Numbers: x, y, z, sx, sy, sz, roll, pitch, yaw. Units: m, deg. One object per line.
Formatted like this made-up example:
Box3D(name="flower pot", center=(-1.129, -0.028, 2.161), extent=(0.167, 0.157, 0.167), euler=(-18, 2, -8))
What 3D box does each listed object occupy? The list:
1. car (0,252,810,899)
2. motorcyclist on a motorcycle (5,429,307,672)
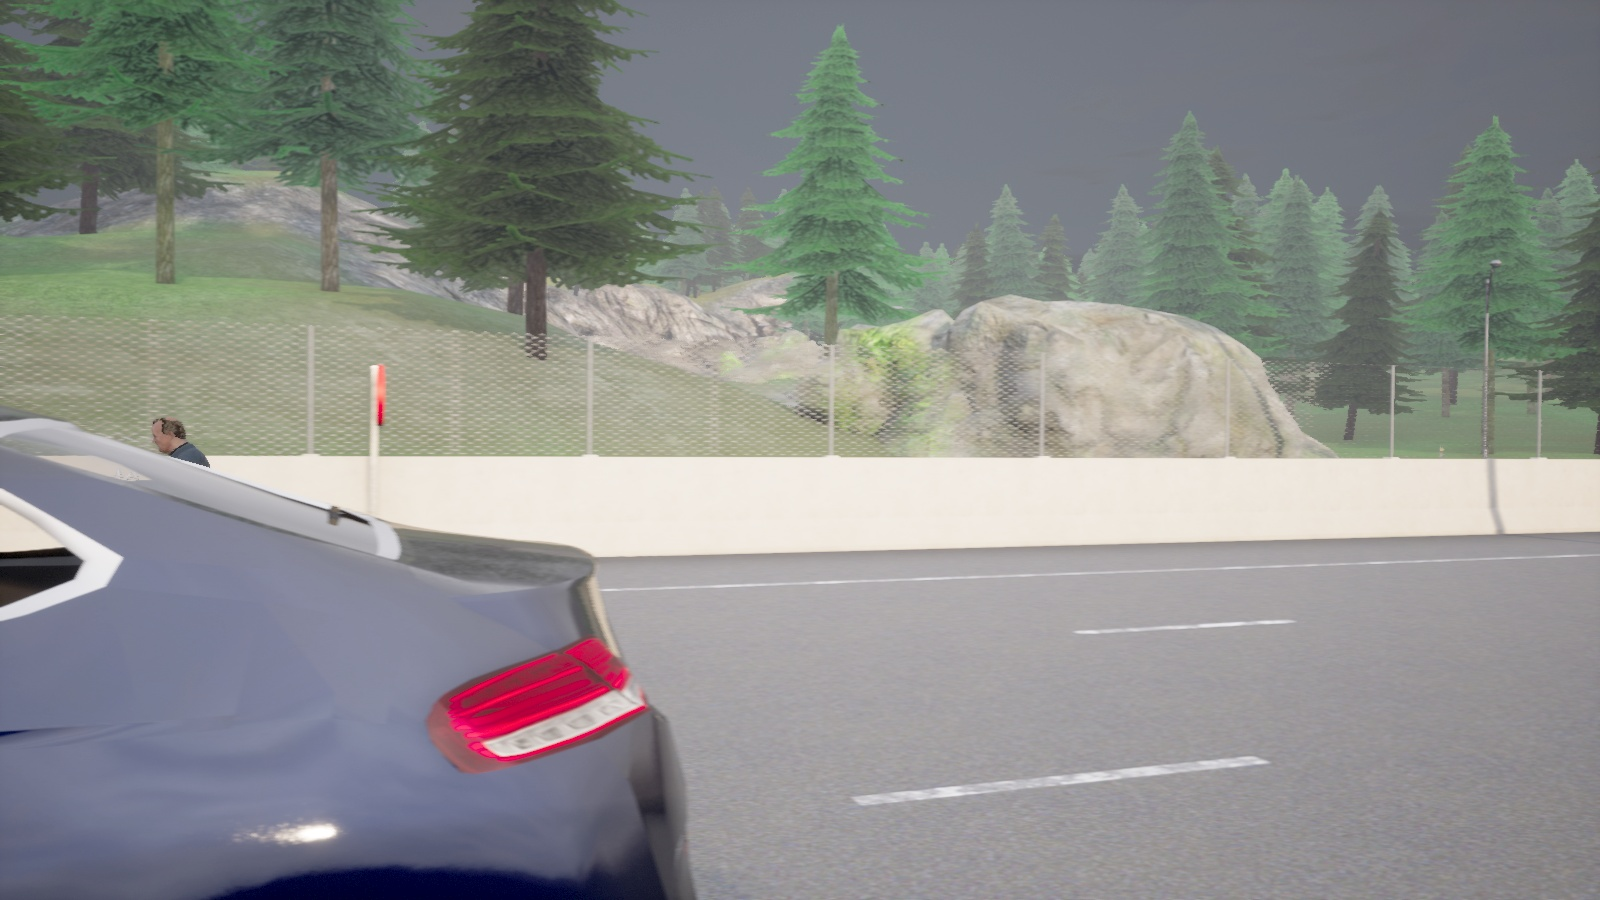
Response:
Box3D(name="car", center=(-2.716, 0.570, 2.205), extent=(5.027, 1.651, 2.152), euler=(-1, 1, -21))
Box3D(name="motorcyclist on a motorcycle", center=(-4.531, 0.654, 9.006), extent=(1.817, 1.590, 0.866), euler=(-1, 1, -21))
